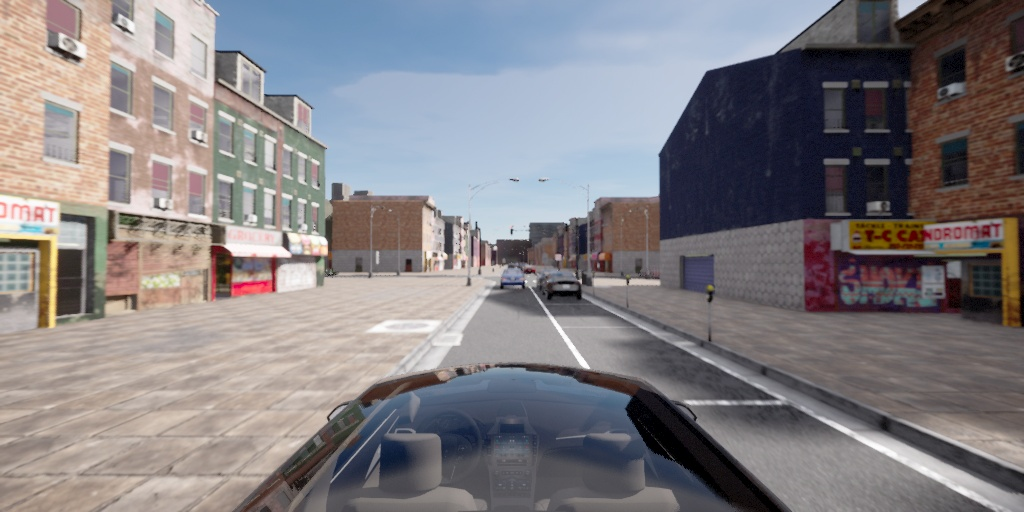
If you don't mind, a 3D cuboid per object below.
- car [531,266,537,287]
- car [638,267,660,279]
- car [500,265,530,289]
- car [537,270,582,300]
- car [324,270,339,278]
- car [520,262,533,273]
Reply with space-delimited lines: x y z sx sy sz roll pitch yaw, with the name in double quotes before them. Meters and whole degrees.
"car" 2.609 1.605 25.046 2.007 1.370 4.403 0 0 0
"car" 16.884 1.962 41.793 4.181 1.385 1.994 0 -1 0
"car" 0.051 1.624 26.672 2.033 1.411 5.357 0 -1 0
"car" 2.616 1.543 19.371 1.948 1.339 4.313 0 0 0
"car" -21.518 1.791 39.023 4.718 1.301 1.895 0 -1 0
"car" 2.572 2.020 54.073 1.888 1.381 4.507 0 0 0
